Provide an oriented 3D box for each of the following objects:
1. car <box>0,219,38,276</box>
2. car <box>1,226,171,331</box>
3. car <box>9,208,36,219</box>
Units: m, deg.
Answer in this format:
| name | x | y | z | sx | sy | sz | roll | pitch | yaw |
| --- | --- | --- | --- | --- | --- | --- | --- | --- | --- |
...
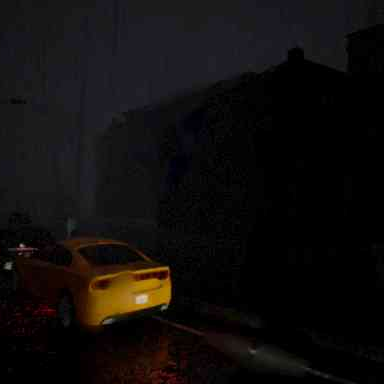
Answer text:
| name | x | y | z | sx | sy | sz | roll | pitch | yaw |
| --- | --- | --- | --- | --- | --- | --- | --- | --- | --- |
| car | -6.109 | 1.939 | 11.985 | 1.837 | 1.490 | 4.892 | 3 | -3 | -35 |
| car | -2.569 | 1.777 | 7.642 | 1.882 | 1.535 | 5.008 | 3 | -4 | -43 |
| car | -18.104 | 2.757 | 35.170 | 2.128 | 1.511 | 4.902 | 2 | -3 | -22 |
